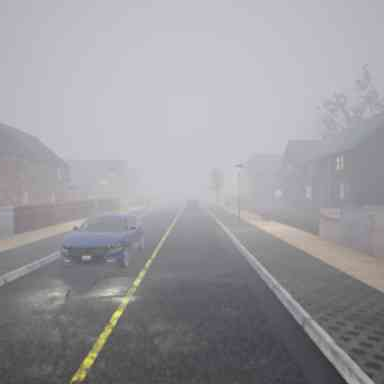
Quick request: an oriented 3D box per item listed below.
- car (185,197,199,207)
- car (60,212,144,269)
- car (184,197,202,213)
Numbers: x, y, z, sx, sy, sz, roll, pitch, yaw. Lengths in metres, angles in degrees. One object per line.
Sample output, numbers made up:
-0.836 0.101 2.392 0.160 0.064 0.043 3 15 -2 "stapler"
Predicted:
0.030 1.559 53.477 2.128 1.511 4.902 0 0 0 "car"
-2.846 1.495 11.478 1.882 1.535 5.008 0 0 0 "car"
0.112 1.599 38.401 2.033 1.411 5.357 0 0 0 "car"
